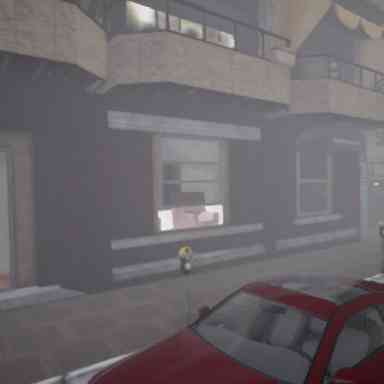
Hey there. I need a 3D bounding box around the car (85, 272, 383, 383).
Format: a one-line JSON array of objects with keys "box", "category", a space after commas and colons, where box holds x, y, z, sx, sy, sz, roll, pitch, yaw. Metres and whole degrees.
[{"box": [1.000, 1.538, 3.143, 4.206, 1.307, 1.802, -1, 0, -35], "category": "car"}]
